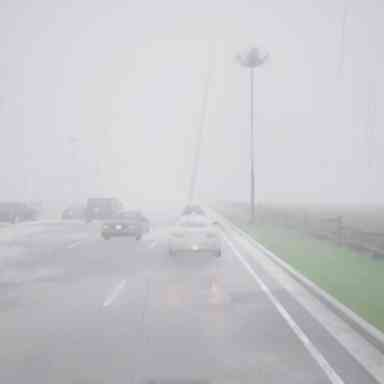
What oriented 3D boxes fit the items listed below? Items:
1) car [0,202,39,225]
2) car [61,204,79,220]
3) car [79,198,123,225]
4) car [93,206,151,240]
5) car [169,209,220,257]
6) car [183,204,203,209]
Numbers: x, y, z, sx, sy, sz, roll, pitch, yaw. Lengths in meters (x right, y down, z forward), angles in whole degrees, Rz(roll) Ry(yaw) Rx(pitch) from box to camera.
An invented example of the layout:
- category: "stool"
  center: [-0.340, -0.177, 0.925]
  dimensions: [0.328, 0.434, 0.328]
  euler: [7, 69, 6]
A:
- category: "car"
  center: [-13.901, 1.577, 26.110]
  dimensions: [2.097, 1.767, 4.553]
  euler: [0, -1, 0]
- category: "car"
  center: [-10.410, 1.830, 30.699]
  dimensions: [1.994, 1.385, 4.181]
  euler: [0, 0, 0]
- category: "car"
  center: [-6.898, 1.454, 26.749]
  dimensions: [2.150, 2.045, 5.566]
  euler: [0, 0, 0]
- category: "car"
  center: [-3.402, 1.703, 17.911]
  dimensions: [2.033, 1.411, 5.357]
  euler: [0, 0, 0]
- category: "car"
  center: [0.101, 1.642, 13.449]
  dimensions: [1.812, 1.442, 4.674]
  euler: [0, 0, 0]
- category: "car"
  center: [0.089, 1.833, 31.069]
  dimensions: [1.994, 1.385, 4.181]
  euler: [0, 0, 0]
